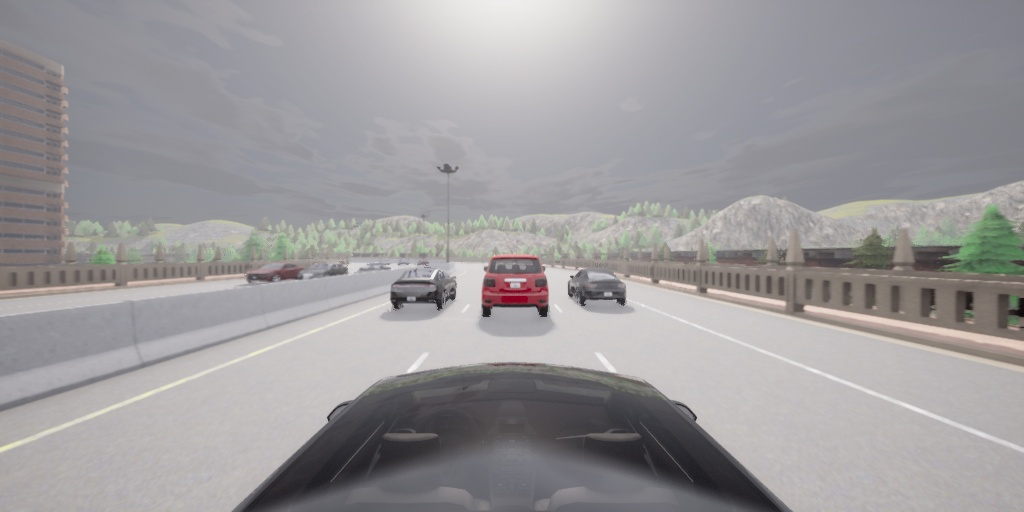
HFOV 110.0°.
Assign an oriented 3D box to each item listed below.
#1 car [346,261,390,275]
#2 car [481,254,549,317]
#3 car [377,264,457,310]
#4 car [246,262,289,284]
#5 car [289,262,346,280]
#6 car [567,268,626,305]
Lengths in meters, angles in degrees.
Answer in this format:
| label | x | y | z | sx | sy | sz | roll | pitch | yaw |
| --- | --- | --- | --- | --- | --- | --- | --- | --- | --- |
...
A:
| label | x | y | z | sx | sy | sz | roll | pitch | yaw |
| --- | --- | --- | --- | --- | --- | --- | --- | --- | --- |
| car | -10.625 | 1.296 | 27.629 | 1.994 | 1.385 | 4.181 | 0 | 0 | 0 |
| car | 0.101 | 0.963 | 13.348 | 2.150 | 2.045 | 5.566 | 0 | 0 | 0 |
| car | -3.400 | 1.232 | 14.550 | 2.128 | 1.511 | 4.902 | 0 | 0 | 0 |
| car | -17.613 | 1.211 | 27.008 | 1.882 | 1.535 | 5.008 | 0 | 0 | 0 |
| car | -14.118 | 1.224 | 27.132 | 2.128 | 1.511 | 4.902 | 0 | 0 | 0 |
| car | 3.602 | 1.265 | 15.736 | 1.812 | 1.442 | 4.674 | 0 | 0 | 0 |
